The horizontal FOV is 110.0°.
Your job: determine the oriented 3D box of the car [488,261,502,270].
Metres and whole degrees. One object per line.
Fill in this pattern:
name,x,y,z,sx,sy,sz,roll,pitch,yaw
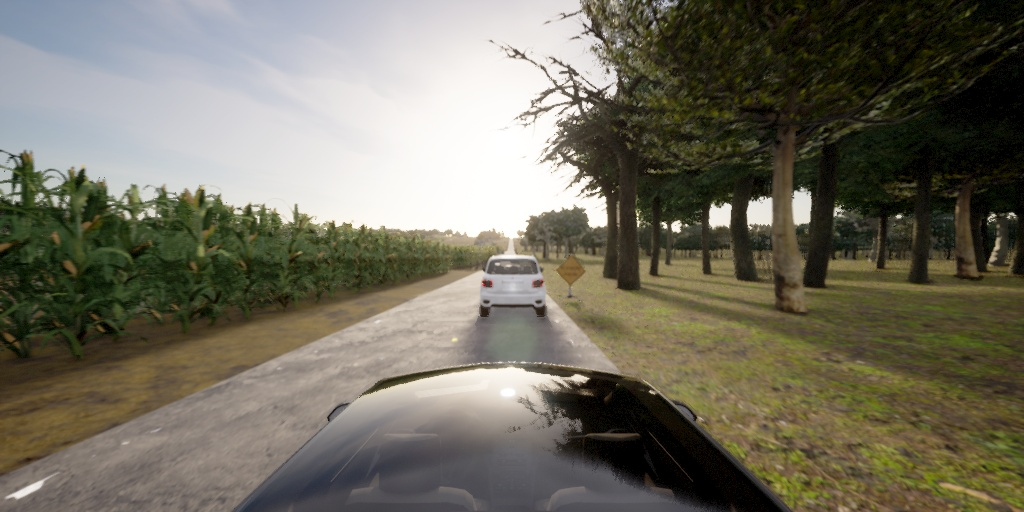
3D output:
car,-2.793,1.502,59.015,2.033,1.411,5.357,0,0,1

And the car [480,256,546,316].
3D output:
car,0.042,1.003,13.556,2.150,2.045,5.566,0,0,0

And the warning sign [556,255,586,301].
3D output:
warning sign,2.452,0.901,15.305,1.300,1.860,1.060,0,0,0
